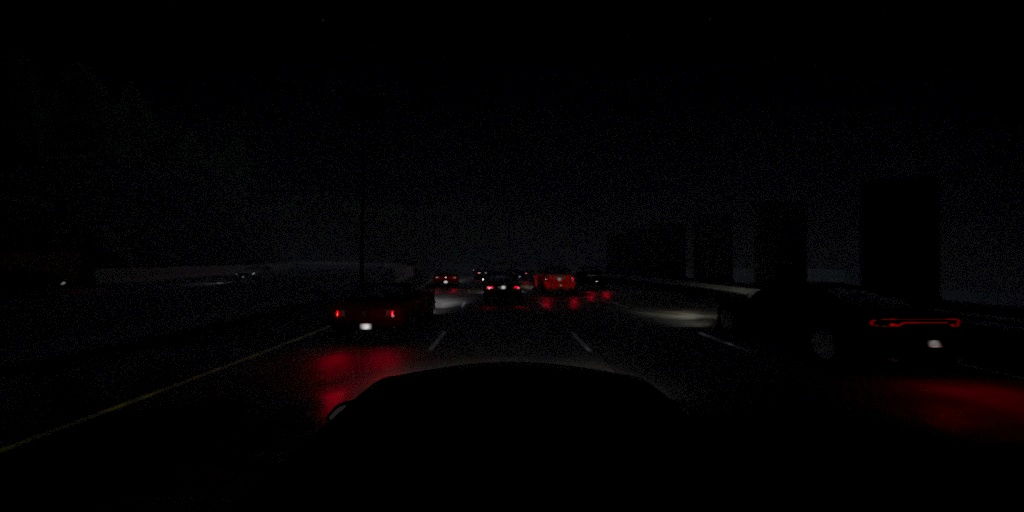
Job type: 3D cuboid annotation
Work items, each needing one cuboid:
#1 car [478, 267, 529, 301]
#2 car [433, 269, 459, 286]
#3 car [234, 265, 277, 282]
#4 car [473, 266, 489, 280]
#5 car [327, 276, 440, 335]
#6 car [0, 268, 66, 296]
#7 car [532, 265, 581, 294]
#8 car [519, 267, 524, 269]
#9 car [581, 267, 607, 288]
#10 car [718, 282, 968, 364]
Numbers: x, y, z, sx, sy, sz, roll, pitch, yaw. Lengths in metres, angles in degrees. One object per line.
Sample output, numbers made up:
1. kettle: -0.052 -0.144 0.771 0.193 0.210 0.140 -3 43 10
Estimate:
1. car: -0.583 1.503 18.727 2.033 1.411 5.357 0 -1 -5
2. car: -5.168 1.658 28.647 1.895 1.301 4.718 0 -1 -8
3. car: -23.673 1.563 33.339 1.812 1.442 4.674 0 -1 -10
4. car: -3.008 1.719 37.355 2.033 1.411 5.357 0 -1 -10
5. car: -3.608 1.448 10.890 1.895 1.301 4.718 0 -1 -2
6. car: -25.265 1.330 17.560 2.128 1.511 4.902 0 -1 -5
7. car: 2.539 1.368 22.619 2.097 1.767 4.553 0 -1 -5
8. car: 0.405 1.794 37.929 1.895 1.301 4.718 0 -1 -10
9. car: 5.582 1.574 27.128 2.128 1.511 4.902 0 -1 -7
10. car: 6.960 1.338 8.436 1.882 1.535 5.008 0 -1 -2
